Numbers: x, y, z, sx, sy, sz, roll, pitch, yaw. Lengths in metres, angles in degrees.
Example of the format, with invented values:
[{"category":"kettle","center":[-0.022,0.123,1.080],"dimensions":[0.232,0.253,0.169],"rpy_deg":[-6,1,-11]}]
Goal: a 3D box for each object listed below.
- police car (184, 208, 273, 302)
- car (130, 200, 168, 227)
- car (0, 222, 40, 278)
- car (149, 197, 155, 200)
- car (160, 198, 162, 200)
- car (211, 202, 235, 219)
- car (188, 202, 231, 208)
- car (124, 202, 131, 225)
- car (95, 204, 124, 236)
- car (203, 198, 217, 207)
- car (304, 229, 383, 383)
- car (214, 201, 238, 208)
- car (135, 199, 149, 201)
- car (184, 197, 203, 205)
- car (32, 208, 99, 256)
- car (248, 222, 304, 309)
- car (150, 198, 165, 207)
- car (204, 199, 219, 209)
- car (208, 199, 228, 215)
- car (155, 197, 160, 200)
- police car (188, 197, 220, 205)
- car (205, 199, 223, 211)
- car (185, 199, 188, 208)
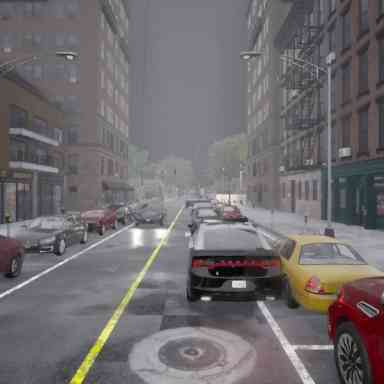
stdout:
[{"category":"police car","center":[0.834,1.425,8.465],"dimensions":[1.930,1.638,5.238],"rpy_deg":[0,0,0]},{"category":"car","center":[-2.724,1.506,22.952],"dimensions":[1.837,1.490,4.892],"rpy_deg":[0,0,0]},{"category":"car","center":[-5.379,1.582,7.506],"dimensions":[1.802,1.307,4.206],"rpy_deg":[0,0,0]},{"category":"car","center":[-5.352,1.446,35.100],"dimensions":[1.967,1.590,4.097],"rpy_deg":[0,0,0]},{"category":"car","center":[-5.341,1.454,46.138],"dimensions":[1.967,1.590,4.097],"rpy_deg":[0,0,0]},{"category":"car","center":[2.668,1.584,29.577],"dimensions":[1.802,1.307,4.206],"rpy_deg":[0,0,0]},{"category":"car","center":[0.844,1.526,18.355],"dimensions":[1.812,1.442,4.674],"rpy_deg":[0,0,0]},{"category":"car","center":[-5.362,1.567,24.063],"dimensions":[1.947,1.339,4.313],"rpy_deg":[0,0,0]},{"category":"car","center":[-5.368,1.545,18.544],"dimensions":[1.887,1.381,4.507],"rpy_deg":[0,0,0]},{"category":"car","center":[2.689,1.585,51.650],"dimensions":[1.947,1.339,4.313],"rpy_deg":[0,0,0]},{"category":"car","center":[2.641,1.315,1.986],"dimensions":[2.192,1.841,5.009],"rpy_deg":[0,0,0]},{"category":"car","center":[2.663,1.583,24.059],"dimensions":[1.802,1.307,4.206],"rpy_deg":[0,0,0]},{"category":"car","center":[-5.357,1.553,29.581],"dimensions":[2.008,1.369,4.403],"rpy_deg":[0,0,0]},{"category":"car","center":[0.361,1.590,59.775],"dimensions":[1.994,1.385,4.181],"rpy_deg":[0,0,23]},{"category":"car","center":[-5.373,1.551,13.025],"dimensions":[2.008,1.369,4.403],"rpy_deg":[0,0,0]},{"category":"car","center":[2.642,1.525,7.672],"dimensions":[1.752,1.417,4.829],"rpy_deg":[0,0,0]},{"category":"car","center":[-5.336,1.601,51.657],"dimensions":[1.802,1.307,4.206],"rpy_deg":[0,0,0]},{"category":"car","center":[2.684,1.596,46.132],"dimensions":[1.802,1.307,4.206],"rpy_deg":[0,0,0]},{"category":"car","center":[2.673,1.531,35.266],"dimensions":[1.752,1.417,4.829],"rpy_deg":[0,0,0]},{"category":"car","center":[-5.347,1.535,40.449],"dimensions":[1.752,1.417,4.829],"rpy_deg":[0,0,0]},{"category":"police car","center":[0.850,1.426,24.465],"dimensions":[1.930,1.638,5.238],"rpy_deg":[0,0,0]},{"category":"car","center":[2.678,1.554,40.614],"dimensions":[1.887,1.381,4.507],"rpy_deg":[0,0,0]},{"category":"car","center":[0.072,1.493,47.125],"dimensions":[1.882,1.535,5.008],"rpy_deg":[0,0,1]}]
